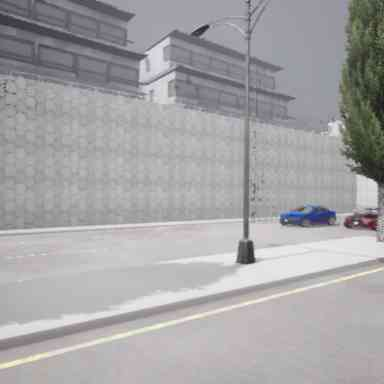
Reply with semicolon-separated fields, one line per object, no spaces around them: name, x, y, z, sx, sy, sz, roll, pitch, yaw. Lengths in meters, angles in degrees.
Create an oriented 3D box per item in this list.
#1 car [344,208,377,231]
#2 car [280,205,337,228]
car;12.117;1.815;22.457;4.181;1.385;1.994;1;0;-35
car;8.474;1.707;24.163;5.008;1.535;1.882;1;0;-35
